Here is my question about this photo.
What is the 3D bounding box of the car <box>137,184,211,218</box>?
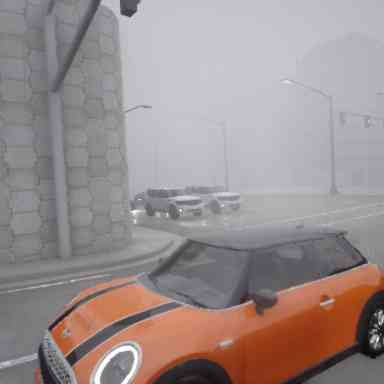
[{"bbox_3d":[-1.452,0.662,23.624,2.150,2.045,5.566,-5,3,-35],"label":"car"}]

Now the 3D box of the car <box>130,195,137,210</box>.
[{"bbox_3d":[-6.873,1.002,31.325,1.994,1.385,4.181,-5,3,-35],"label":"car"}]

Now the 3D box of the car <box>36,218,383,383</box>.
[{"bbox_3d":[0.521,1.320,4.268,4.553,1.767,2.097,-2,1,-34],"label":"car"}]

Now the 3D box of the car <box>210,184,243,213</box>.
[{"bbox_3d":[1.394,0.427,25.649,2.150,2.045,5.566,-5,3,-35],"label":"car"}]

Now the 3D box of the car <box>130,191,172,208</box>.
[{"bbox_3d":[-4.223,0.694,33.624,2.128,1.511,4.902,-5,3,-35],"label":"car"}]
